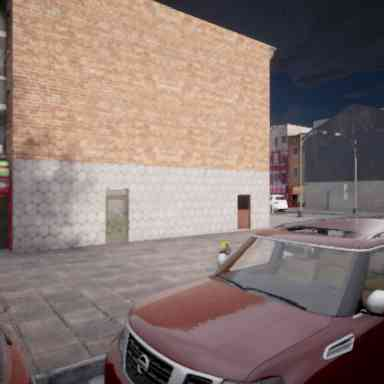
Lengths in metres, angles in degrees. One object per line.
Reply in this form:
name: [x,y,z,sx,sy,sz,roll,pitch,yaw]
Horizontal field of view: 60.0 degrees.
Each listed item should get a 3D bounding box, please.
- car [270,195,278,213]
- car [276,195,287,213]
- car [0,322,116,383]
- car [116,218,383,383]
car: [6.733,1.503,36.755,2.097,1.767,4.553,0,0,-36]
car: [8.573,1.378,39.255,2.150,2.045,5.566,0,0,-36]
car: [-2.971,1.317,0.690,5.009,1.841,2.192,0,0,-36]
car: [1.598,1.311,3.949,5.009,1.841,2.192,0,0,-36]
